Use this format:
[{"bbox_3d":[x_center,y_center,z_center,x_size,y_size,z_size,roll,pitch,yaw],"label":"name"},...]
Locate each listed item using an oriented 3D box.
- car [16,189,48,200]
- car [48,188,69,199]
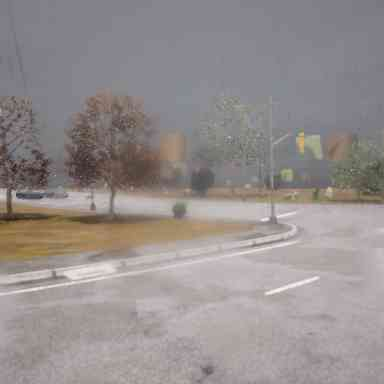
[{"bbox_3d":[-22.696,0.425,46.703,4.718,1.301,1.895,3,4,39],"label":"car"},{"bbox_3d":[-20.067,0.249,49.069,4.892,1.490,1.837,3,3,39],"label":"car"}]
